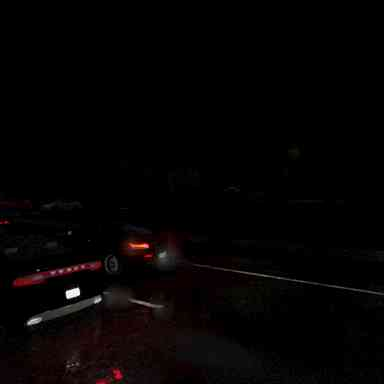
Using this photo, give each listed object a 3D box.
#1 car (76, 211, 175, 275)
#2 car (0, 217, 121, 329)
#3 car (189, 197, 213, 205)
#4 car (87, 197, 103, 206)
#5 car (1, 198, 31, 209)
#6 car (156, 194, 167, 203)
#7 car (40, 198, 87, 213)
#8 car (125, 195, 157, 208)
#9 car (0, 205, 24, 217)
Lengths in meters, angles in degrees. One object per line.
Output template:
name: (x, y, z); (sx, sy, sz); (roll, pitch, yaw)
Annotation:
car: (-2.637, 1.526, 10.155); (4.674, 1.442, 1.812); (0, 0, 35)
car: (-3.930, 1.478, 6.786); (5.008, 1.535, 1.882); (0, 0, 35)
car: (1.747, 1.547, 59.532); (2.033, 1.411, 5.357); (0, 0, 36)
car: (-16.160, 1.562, 52.851); (1.994, 1.385, 4.181); (0, 0, 36)
car: (-23.434, 1.477, 42.902); (1.882, 1.535, 5.008); (0, 0, 36)
car: (-6.944, 1.351, 65.392); (2.097, 1.767, 4.553); (0, 0, 37)
car: (-14.569, 1.526, 37.230); (1.812, 1.442, 4.674); (0, 0, 36)
car: (-7.416, 1.564, 47.027); (1.994, 1.385, 4.181); (0, 0, 36)
car: (-10.112, 1.505, 15.485); (4.892, 1.490, 1.837); (0, 0, 36)
